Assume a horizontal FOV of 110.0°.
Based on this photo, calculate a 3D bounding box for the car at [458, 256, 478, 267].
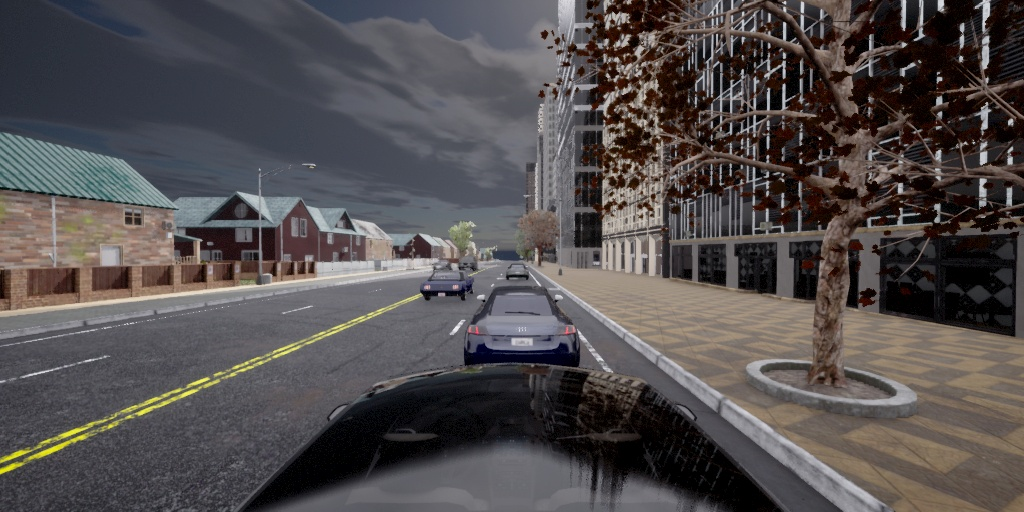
[{"bbox_3d":[-5.944,1.035,48.749,2.150,2.045,5.566,0,0,1],"label":"car"}]

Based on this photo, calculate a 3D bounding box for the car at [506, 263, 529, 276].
[{"bbox_3d":[0.478,1.337,31.713,1.994,1.385,4.181,0,0,1],"label":"car"}]

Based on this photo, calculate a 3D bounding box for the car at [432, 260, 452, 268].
[{"bbox_3d":[-9.221,1.301,47.629,2.128,1.511,4.902,0,0,1],"label":"car"}]

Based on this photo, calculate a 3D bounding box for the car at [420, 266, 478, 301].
[{"bbox_3d":[-2.954,1.355,17.436,1.895,1.301,4.718,0,0,1],"label":"car"}]

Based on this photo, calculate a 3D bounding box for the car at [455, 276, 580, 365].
[{"bbox_3d":[0.174,1.314,7.618,1.994,1.385,4.181,0,0,0],"label":"car"}]
